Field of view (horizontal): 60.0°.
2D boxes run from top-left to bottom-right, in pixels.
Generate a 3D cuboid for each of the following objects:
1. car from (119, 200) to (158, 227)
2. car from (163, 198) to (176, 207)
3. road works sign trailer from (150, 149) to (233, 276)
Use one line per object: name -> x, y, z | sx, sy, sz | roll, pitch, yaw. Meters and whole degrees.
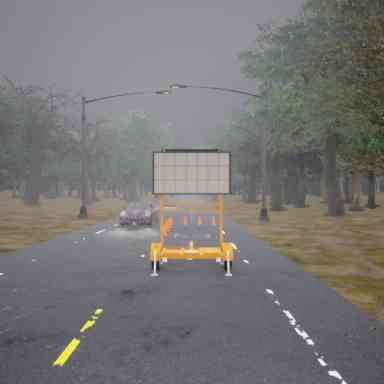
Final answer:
car -> -3.586, 1.382, 22.954 | 2.097, 1.767, 4.553 | 0, 0, 0
car -> -3.469, 1.641, 51.095 | 1.994, 1.385, 4.181 | 0, 0, 0
road works sign trailer -> -0.010, 0.476, 10.372 | 2.380, 3.560, 2.880 | 0, 0, 0
